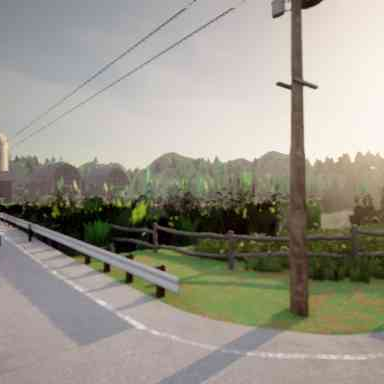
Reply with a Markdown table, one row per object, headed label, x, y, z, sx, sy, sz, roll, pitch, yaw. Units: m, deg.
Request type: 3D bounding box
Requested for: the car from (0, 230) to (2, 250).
| label | x | y | z | sx | sy | sz | roll | pitch | yaw |
| --- | --- | --- | --- | --- | --- | --- | --- | --- | --- |
| car | -8.295 | 1.375 | 12.223 | 2.128 | 1.511 | 4.902 | 0 | 1 | -37 |
